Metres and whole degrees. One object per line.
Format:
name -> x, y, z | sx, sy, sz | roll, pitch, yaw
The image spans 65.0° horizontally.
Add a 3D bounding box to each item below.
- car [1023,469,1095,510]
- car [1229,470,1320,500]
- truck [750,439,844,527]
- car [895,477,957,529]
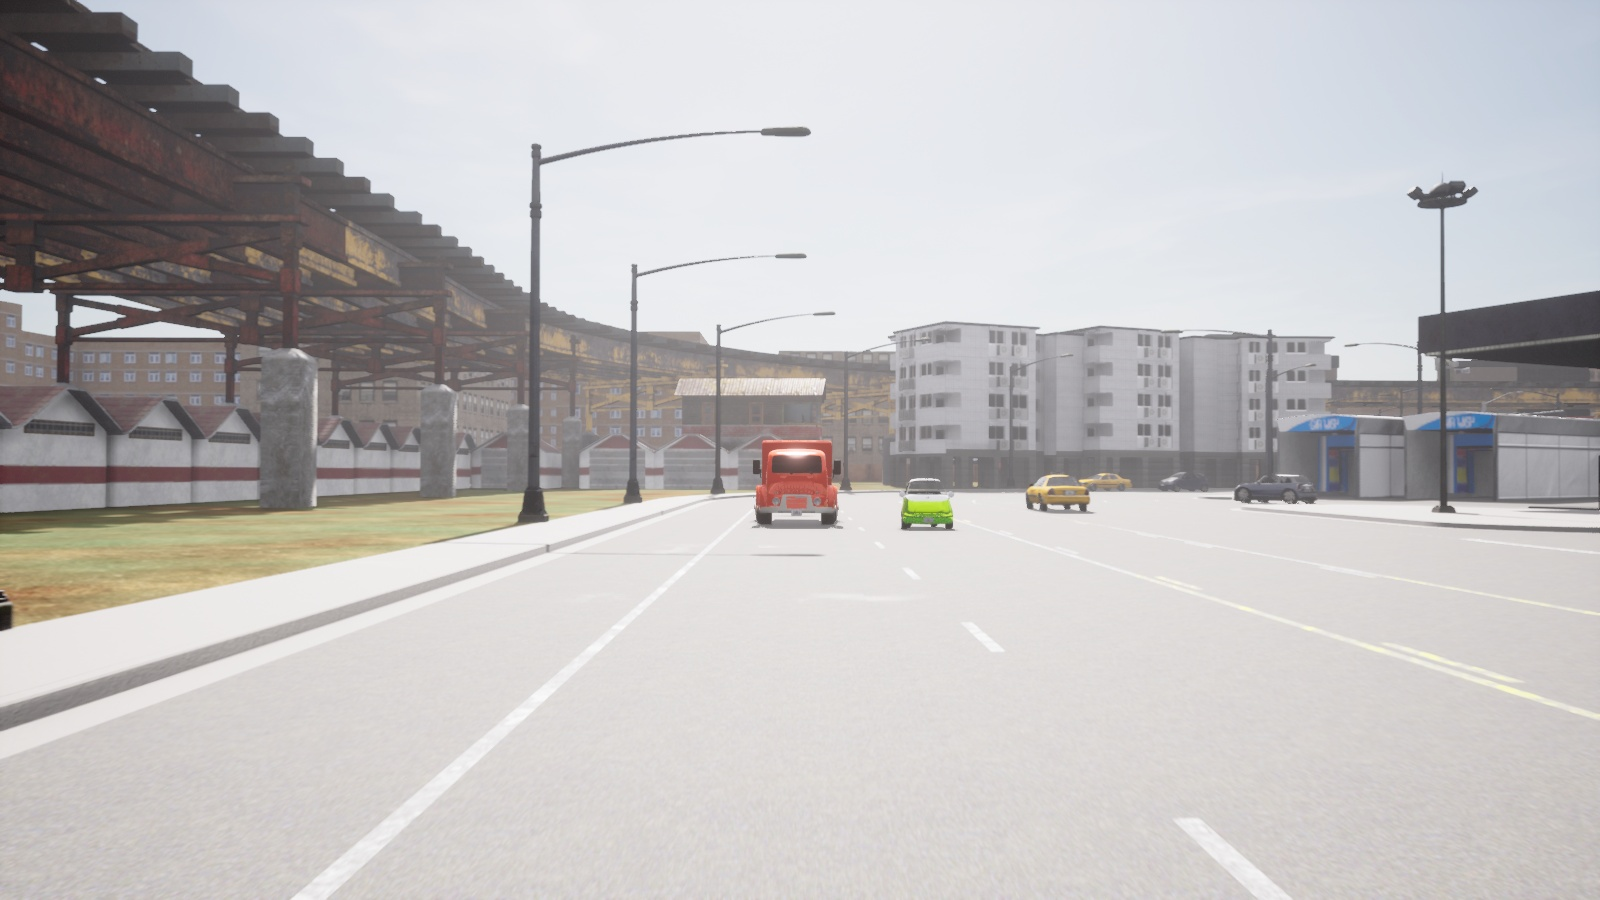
car -> 10.379, 1.562, 50.739 | 1.801, 1.575, 5.366 | 0, -1, 0
car -> 23.899, 1.745, 63.356 | 1.970, 1.475, 3.806 | 0, -1, -37
truck -> -0.093, 0.960, 37.758 | 2.627, 2.467, 5.204 | 0, -1, 0
car -> 3.418, 1.431, 34.385 | 1.481, 1.376, 2.207 | 0, -1, 0
